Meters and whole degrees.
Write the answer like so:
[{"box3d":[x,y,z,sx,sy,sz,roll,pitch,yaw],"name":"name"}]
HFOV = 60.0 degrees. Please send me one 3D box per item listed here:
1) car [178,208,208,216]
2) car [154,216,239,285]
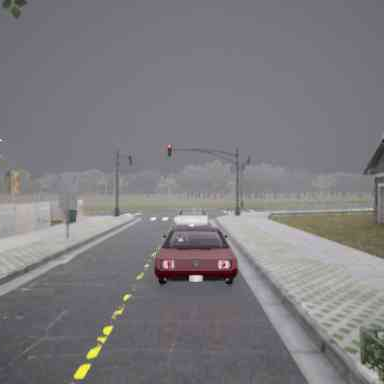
[{"box3d":[0.083,1.639,21.193,1.895,1.301,4.718,0,0,3],"name":"car"},{"box3d":[0.093,1.610,9.490,1.895,1.301,4.718,0,0,0],"name":"car"}]
